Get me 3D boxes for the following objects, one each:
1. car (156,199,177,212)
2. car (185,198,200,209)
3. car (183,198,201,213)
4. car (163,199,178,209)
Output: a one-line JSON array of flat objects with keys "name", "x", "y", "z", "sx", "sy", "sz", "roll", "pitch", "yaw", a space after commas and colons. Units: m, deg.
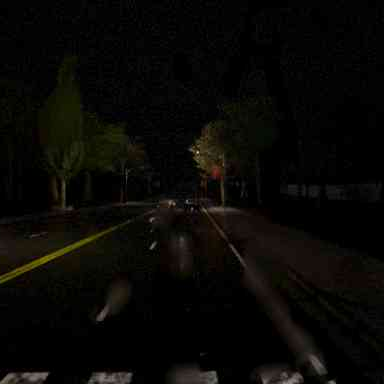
[{"name": "car", "x": -3.237, "y": 1.731, "z": 40.732, "sx": 1.895, "sy": 1.301, "sz": 4.718, "roll": 0, "pitch": 0, "yaw": 0}, {"name": "car", "x": 0.016, "y": 1.696, "z": 49.961, "sx": 2.128, "sy": 1.511, "sz": 4.902, "roll": 0, "pitch": 0, "yaw": 0}, {"name": "car", "x": 0.011, "y": 1.626, "z": 39.530, "sx": 1.837, "sy": 1.490, "sz": 4.892, "roll": 0, "pitch": 0, "yaw": 0}, {"name": "car", "x": -3.234, "y": 1.758, "z": 50.836, "sx": 2.033, "sy": 1.411, "sz": 5.357, "roll": 0, "pitch": 0, "yaw": 0}]
